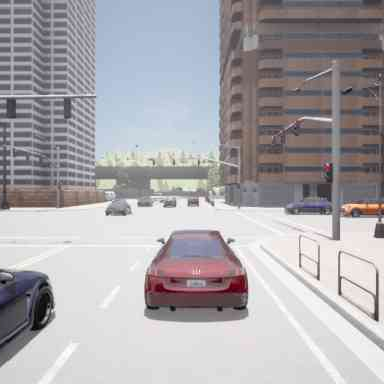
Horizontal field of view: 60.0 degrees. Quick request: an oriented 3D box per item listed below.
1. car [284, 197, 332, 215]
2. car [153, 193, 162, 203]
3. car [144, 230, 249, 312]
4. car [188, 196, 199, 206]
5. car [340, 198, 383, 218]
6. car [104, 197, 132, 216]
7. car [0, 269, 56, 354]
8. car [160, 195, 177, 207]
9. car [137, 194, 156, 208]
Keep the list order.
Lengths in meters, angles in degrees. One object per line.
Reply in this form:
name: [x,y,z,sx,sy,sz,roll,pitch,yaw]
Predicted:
car: [11.601,1.352,33.240,4.553,1.767,2.097,0,0,2]
car: [-6.919,1.220,65.299,2.150,2.045,5.566,0,0,1]
car: [0.094,1.564,7.815,1.994,1.385,4.181,0,0,1]
car: [0.200,1.491,55.816,2.128,1.511,4.902,0,0,0]
car: [15.571,1.352,29.652,4.553,1.767,2.097,0,0,1]
car: [-7.036,1.525,32.191,1.812,1.442,4.674,0,0,0]
car: [-3.432,1.564,4.247,1.994,1.385,4.181,0,0,1]
car: [-3.309,1.547,51.241,2.033,1.411,5.357,0,0,0]
car: [-7.004,1.502,49.495,1.837,1.490,4.892,0,1,0]
